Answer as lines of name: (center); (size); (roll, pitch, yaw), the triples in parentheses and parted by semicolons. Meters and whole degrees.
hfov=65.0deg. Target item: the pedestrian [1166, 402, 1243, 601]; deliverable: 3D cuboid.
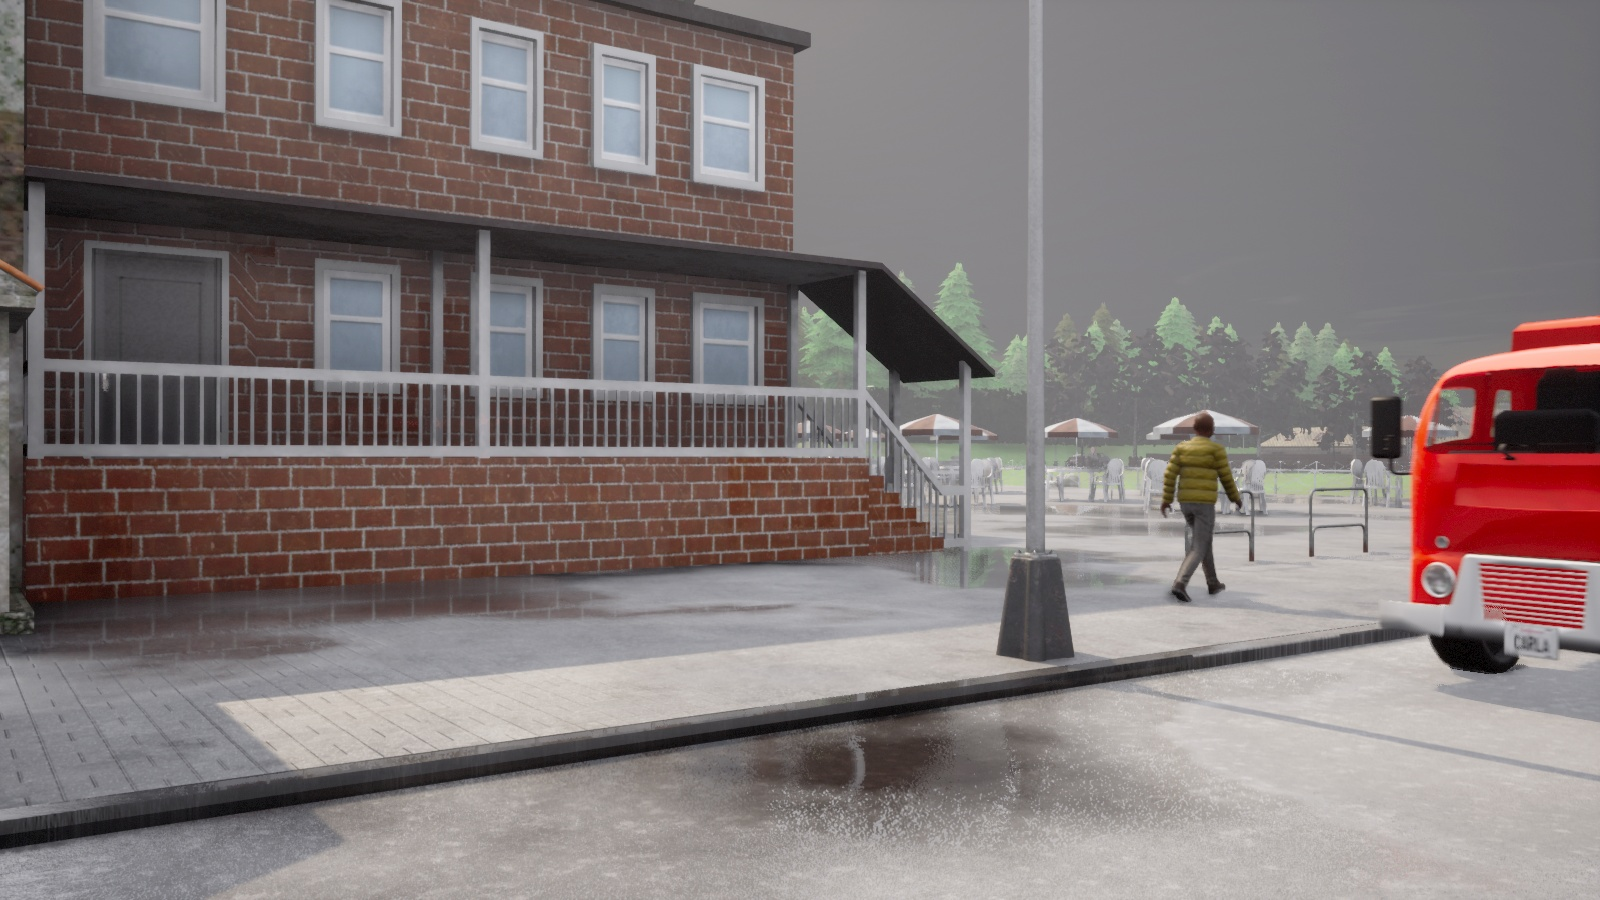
pedestrian: (3.864, 0.476, 11.999); (0.726, 1.835, 0.370); (0, 0, -40)

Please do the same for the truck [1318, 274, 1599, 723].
truck: (6.333, 0.266, 8.685); (5.204, 2.467, 2.627); (0, 0, -34)
